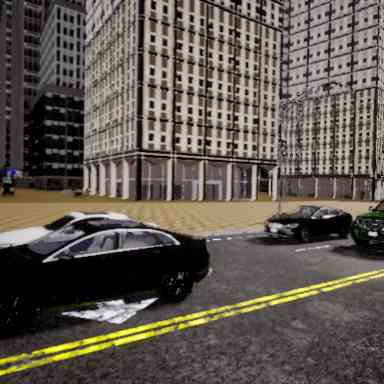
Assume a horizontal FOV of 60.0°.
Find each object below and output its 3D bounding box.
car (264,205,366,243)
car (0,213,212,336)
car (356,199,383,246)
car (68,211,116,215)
[{"bbox_3d":[5.449,1.350,15.236,4.902,1.511,2.128,1,1,-34],"label":"car"},{"bbox_3d":[-1.877,1.329,6.360,4.902,1.511,2.128,1,1,-34],"label":"car"},{"bbox_3d":[8.858,1.187,13.610,5.566,2.045,2.150,0,1,-34],"label":"car"},{"bbox_3d":[-3.099,1.281,9.454,4.674,1.442,1.812,1,1,-32],"label":"car"}]
